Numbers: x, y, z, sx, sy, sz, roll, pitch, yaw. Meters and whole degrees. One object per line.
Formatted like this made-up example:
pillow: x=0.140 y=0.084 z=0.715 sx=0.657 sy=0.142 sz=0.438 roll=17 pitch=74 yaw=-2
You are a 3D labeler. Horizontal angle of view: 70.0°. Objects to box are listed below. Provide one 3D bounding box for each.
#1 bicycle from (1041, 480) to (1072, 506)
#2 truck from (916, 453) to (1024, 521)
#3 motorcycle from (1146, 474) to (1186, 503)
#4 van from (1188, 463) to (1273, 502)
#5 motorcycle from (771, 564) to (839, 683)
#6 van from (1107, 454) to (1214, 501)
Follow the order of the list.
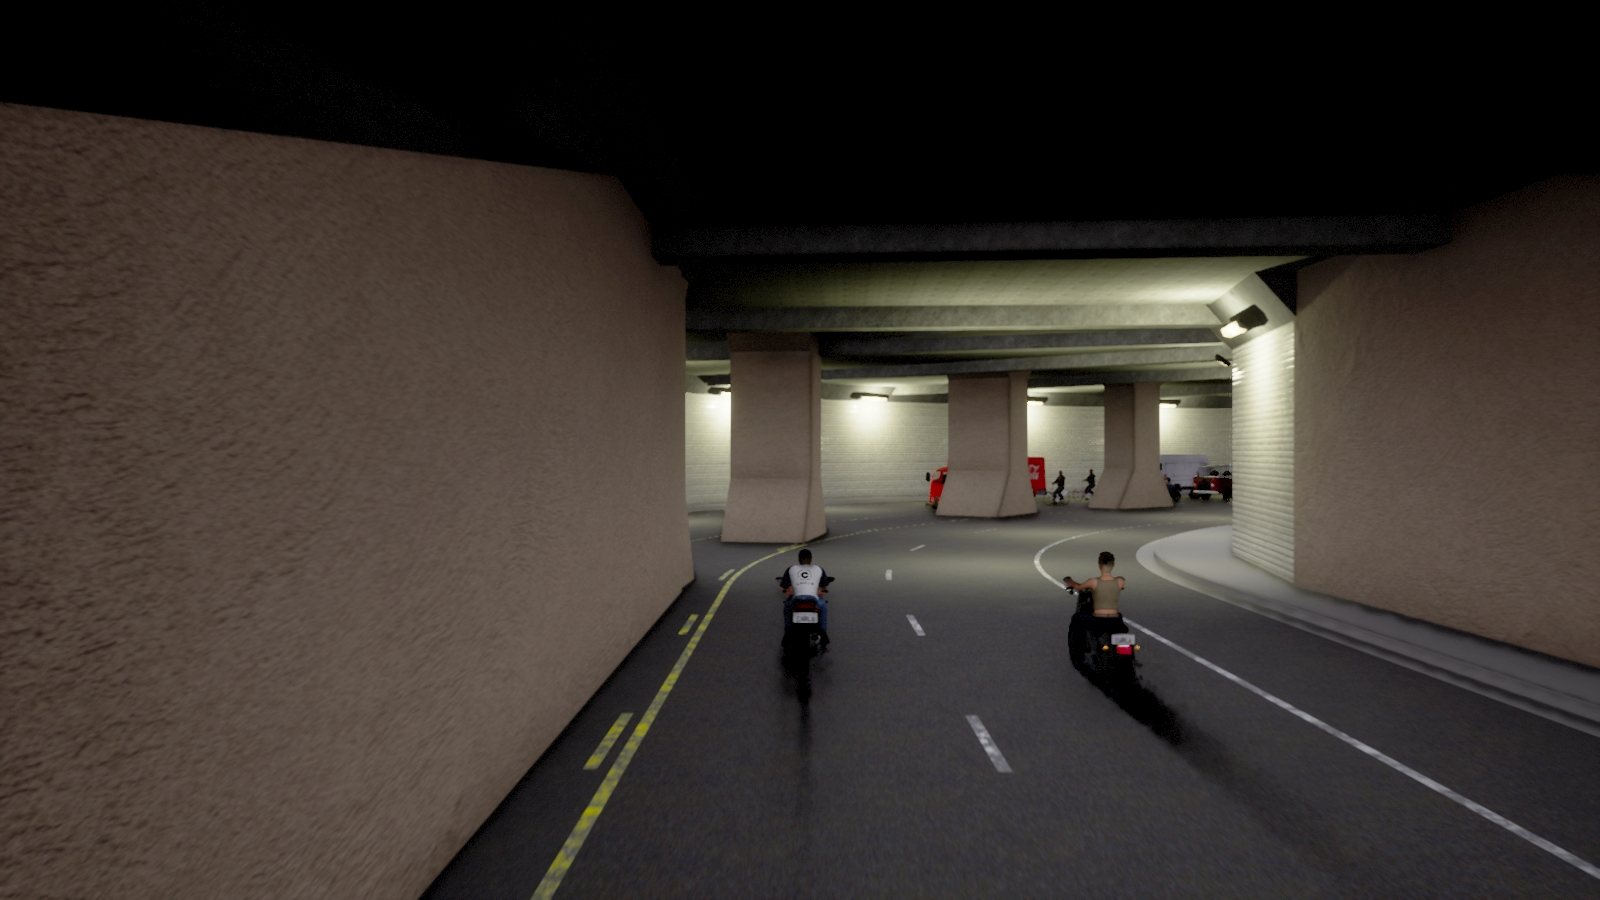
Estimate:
bicycle: x=12.911 y=2.170 z=57.411 sx=1.835 sy=1.251 sz=0.329 roll=0 pitch=0 yaw=-33
truck: x=8.161 y=1.667 z=54.447 sx=2.627 sy=2.467 sz=5.204 roll=8 pitch=9 yaw=39
motorcycle: x=19.590 y=2.033 z=61.152 sx=2.033 sy=1.505 sz=0.803 roll=0 pitch=0 yaw=-24
van: x=24.065 y=1.782 z=63.897 sx=4.480 sy=2.038 sz=2.069 roll=0 pitch=0 yaw=-30
motorcycle: x=0.067 y=2.173 z=14.676 sx=0.803 sy=1.224 sz=2.033 roll=0 pitch=0 yaw=0
van: x=20.635 y=1.534 z=65.382 sx=5.915 sy=2.561 sz=1.988 roll=0 pitch=0 yaw=-22
